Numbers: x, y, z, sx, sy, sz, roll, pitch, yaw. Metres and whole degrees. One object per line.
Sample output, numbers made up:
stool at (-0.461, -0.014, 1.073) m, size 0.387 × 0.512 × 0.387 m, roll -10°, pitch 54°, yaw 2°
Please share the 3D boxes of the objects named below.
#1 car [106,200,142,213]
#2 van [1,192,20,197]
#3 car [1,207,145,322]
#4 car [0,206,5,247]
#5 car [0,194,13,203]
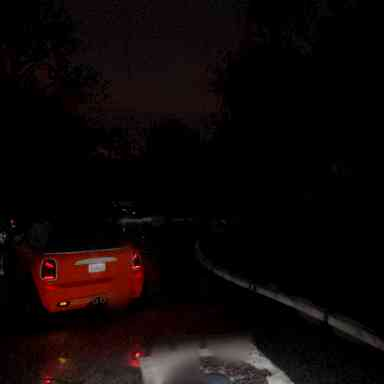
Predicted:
car at (-5.784, 1.378, 27.890) m, size 1.812 × 1.442 × 4.674 m, roll 1°, pitch 0°, yaw -33°
van at (-28.197, 1.050, 49.710) m, size 4.442 × 1.987 × 1.878 m, roll 1°, pitch 1°, yaw -38°
car at (-2.876, 1.352, 7.621) m, size 2.097 × 1.767 × 4.553 m, roll 1°, pitch -1°, yaw -34°
car at (-9.601, 1.307, 13.395) m, size 4.553 × 1.767 × 2.097 m, roll 2°, pitch -1°, yaw -33°
car at (-33.203, 1.051, 56.369) m, size 4.792 × 1.488 × 2.163 m, roll 1°, pitch 1°, yaw -38°
